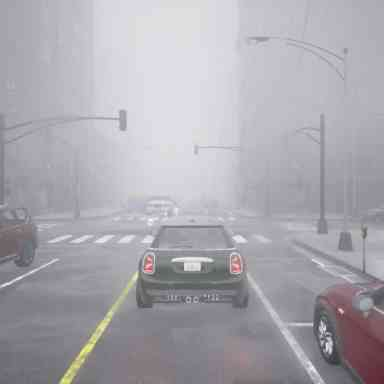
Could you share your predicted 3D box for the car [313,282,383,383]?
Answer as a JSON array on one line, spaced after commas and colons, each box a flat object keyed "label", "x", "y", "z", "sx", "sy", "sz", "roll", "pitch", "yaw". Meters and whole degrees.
[{"label": "car", "x": 2.670, "y": 1.440, "z": 3.130, "sx": 1.967, "sy": 1.590, "sz": 4.097, "roll": 0, "pitch": 0, "yaw": 0}]

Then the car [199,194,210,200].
[{"label": "car", "x": 2.713, "y": 1.557, "z": 57.980, "sx": 1.947, "sy": 1.339, "sz": 4.313, "roll": 0, "pitch": 0, "yaw": 0}]

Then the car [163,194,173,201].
[{"label": "car", "x": -5.795, "y": 1.302, "z": 80.349, "sx": 2.192, "sy": 1.841, "sz": 5.009, "roll": 0, "pitch": 0, "yaw": 0}]

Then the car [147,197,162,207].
[{"label": "car", "x": -5.817, "y": 1.538, "z": 52.370, "sx": 1.887, "sy": 1.381, "sz": 4.507, "roll": 0, "pitch": 0, "yaw": 0}]

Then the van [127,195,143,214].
[{"label": "van", "x": -5.830, "y": 1.337, "z": 35.582, "sx": 1.690, "sy": 1.788, "sz": 3.998, "roll": 0, "pitch": 0, "yaw": 0}]

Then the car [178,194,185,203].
[{"label": "car", "x": -2.982, "y": 1.537, "z": 65.761, "sx": 2.033, "sy": 1.411, "sz": 5.357, "roll": 0, "pitch": 0, "yaw": 1}]

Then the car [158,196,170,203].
[{"label": "car", "x": -5.804, "y": 1.540, "z": 69.158, "sx": 2.008, "sy": 1.369, "sz": 4.403, "roll": 0, "pitch": 0, "yaw": 0}]

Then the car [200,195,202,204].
[{"label": "car", "x": 2.709, "y": 1.544, "z": 52.386, "sx": 2.008, "sy": 1.369, "sz": 4.403, "roll": 0, "pitch": 0, "yaw": 0}]

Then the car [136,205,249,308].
[{"label": "car", "x": 0.016, "y": 1.352, "z": 8.056, "sx": 2.097, "sy": 1.767, "sz": 4.553, "roll": 0, "pitch": 0, "yaw": 0}]

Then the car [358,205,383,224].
[{"label": "car", "x": 14.395, "y": 1.515, "z": 23.743, "sx": 4.674, "sy": 1.442, "sz": 1.812, "roll": 0, "pitch": 0, "yaw": 1}]

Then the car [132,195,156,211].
[{"label": "car", "x": -5.826, "y": 1.310, "z": 41.179, "sx": 2.192, "sy": 1.841, "sz": 5.009, "roll": 0, "pitch": 0, "yaw": 0}]

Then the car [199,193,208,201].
[{"label": "car", "x": 3.069, "y": 1.210, "z": 86.585, "sx": 2.150, "sy": 2.045, "sz": 5.566, "roll": 0, "pitch": 0, "yaw": 0}]

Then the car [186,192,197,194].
[{"label": "car", "x": 0.060, "y": 1.362, "z": 76.576, "sx": 1.812, "sy": 1.442, "sz": 4.674, "roll": 0, "pitch": 0, "yaw": 0}]

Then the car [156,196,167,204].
[{"label": "car", "x": -5.808, "y": 1.516, "z": 63.392, "sx": 1.752, "sy": 1.417, "sz": 4.829, "roll": 0, "pitch": 0, "yaw": 0}]

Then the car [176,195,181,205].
[{"label": "car", "x": -3.055, "y": 1.594, "z": 50.179, "sx": 1.895, "sy": 1.301, "sz": 4.718, "roll": 0, "pitch": 0, "yaw": 0}]

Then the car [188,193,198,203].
[{"label": "car", "x": 0.107, "y": 1.515, "z": 66.609, "sx": 1.812, "sy": 1.442, "sz": 4.674, "roll": 0, "pitch": 0, "yaw": 0}]

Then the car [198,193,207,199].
[{"label": "car", "x": 2.718, "y": 1.305, "z": 63.574, "sx": 2.192, "sy": 1.841, "sz": 5.009, "roll": 0, "pitch": 0, "yaw": 0}]

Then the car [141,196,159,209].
[{"label": "car", "x": -5.822, "y": 1.434, "z": 46.774, "sx": 1.967, "sy": 1.590, "sz": 4.097, "roll": 0, "pitch": 0, "yaw": 0}]

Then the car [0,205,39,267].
[{"label": "car", "x": -5.852, "y": 1.315, "z": 8.635, "sx": 2.192, "sy": 1.841, "sz": 5.009, "roll": 0, "pitch": 0, "yaw": 0}]

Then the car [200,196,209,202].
[{"label": "car", "x": 2.727, "y": 1.570, "z": 74.763, "sx": 1.802, "sy": 1.307, "sz": 4.206, "roll": 0, "pitch": 0, "yaw": 0}]

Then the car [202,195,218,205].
[{"label": "car", "x": 2.705, "y": 1.519, "z": 46.961, "sx": 1.752, "sy": 1.417, "sz": 4.829, "roll": 0, "pitch": 0, "yaw": 0}]

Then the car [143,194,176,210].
[{"label": "car", "x": -3.067, "y": 1.217, "z": 32.516, "sx": 2.150, "sy": 2.045, "sz": 5.566, "roll": 0, "pitch": 0, "yaw": 0}]
